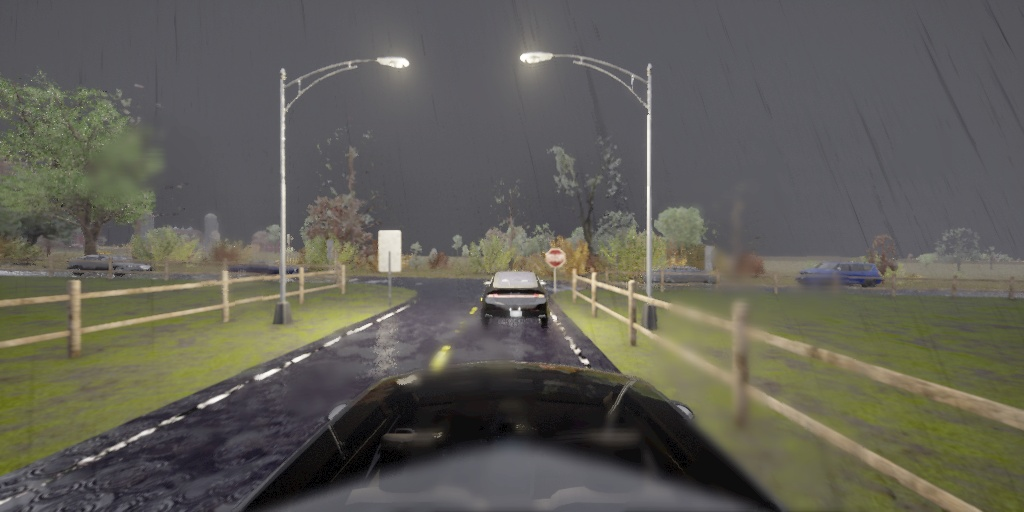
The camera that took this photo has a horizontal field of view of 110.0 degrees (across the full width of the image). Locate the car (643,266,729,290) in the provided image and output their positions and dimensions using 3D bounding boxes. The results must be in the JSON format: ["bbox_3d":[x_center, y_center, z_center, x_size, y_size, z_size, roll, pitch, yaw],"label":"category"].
[{"bbox_3d":[12.533,1.593,26.010,5.357,1.411,2.033,1,1,5],"label":"car"}]

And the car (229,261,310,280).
[{"bbox_3d":[-17.203,1.011,25.642,4.718,1.301,1.895,1,1,0],"label":"car"}]

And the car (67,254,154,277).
[{"bbox_3d":[-28.605,0.654,25.649,4.902,1.511,2.128,1,1,0],"label":"car"}]

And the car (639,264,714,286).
[{"bbox_3d":[12.994,1.514,28.565,4.902,1.511,2.128,1,1,0],"label":"car"}]

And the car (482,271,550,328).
[{"bbox_3d":[0.097,1.235,11.435,2.128,1.511,4.902,0,0,0],"label":"car"}]

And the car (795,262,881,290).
[{"bbox_3d":[25.916,1.521,28.553,5.566,2.045,2.150,1,1,0],"label":"car"}]
